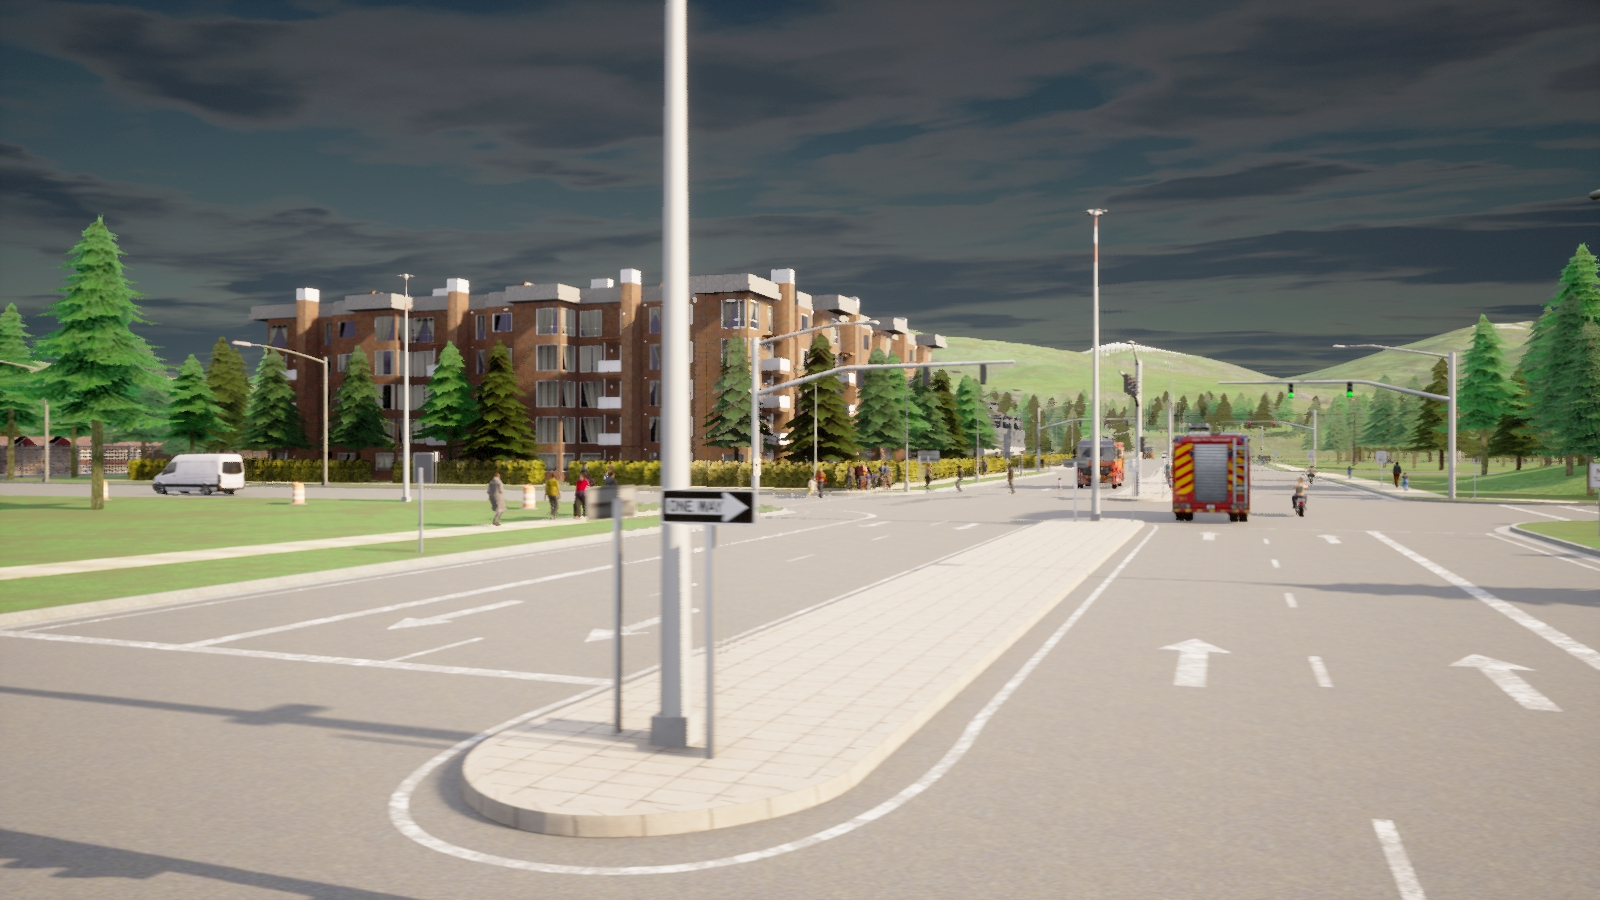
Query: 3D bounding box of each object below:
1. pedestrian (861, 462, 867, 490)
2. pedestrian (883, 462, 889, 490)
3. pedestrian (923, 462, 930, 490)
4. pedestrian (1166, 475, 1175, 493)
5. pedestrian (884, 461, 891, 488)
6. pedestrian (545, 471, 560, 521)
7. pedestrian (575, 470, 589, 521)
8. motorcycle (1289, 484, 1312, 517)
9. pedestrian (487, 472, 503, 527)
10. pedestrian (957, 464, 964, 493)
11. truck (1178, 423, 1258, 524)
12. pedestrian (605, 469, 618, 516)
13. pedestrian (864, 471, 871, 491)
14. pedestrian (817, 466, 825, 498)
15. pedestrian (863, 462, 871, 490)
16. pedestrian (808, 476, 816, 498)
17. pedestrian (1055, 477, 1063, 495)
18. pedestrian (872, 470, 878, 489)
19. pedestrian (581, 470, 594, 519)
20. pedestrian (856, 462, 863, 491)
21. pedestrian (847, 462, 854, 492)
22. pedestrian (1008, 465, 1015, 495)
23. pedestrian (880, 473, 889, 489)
[{"bbox_3d":[4.159,1.697,74.654,0.375,1.860,0.375,0,0,8],"label":"pedestrian"},{"bbox_3d":[5.606,1.687,74.462,0.375,1.860,0.375,0,0,11],"label":"pedestrian"},{"bbox_3d":[8.242,1.686,74.566,0.375,1.860,0.375,0,0,23],"label":"pedestrian"},{"bbox_3d":[22.486,2.076,69.332,0.500,1.100,0.500,0,0,13],"label":"pedestrian"},{"bbox_3d":[6.075,1.697,78.968,0.375,1.860,0.375,0,0,22],"label":"pedestrian"},{"bbox_3d":[-9.142,1.697,42.236,0.375,1.860,0.375,0,0,24],"label":"pedestrian"},{"bbox_3d":[-8.099,1.697,42.523,0.375,1.860,0.375,0,0,22],"label":"pedestrian"},{"bbox_3d":[21.460,2.155,49.034,0.764,1.307,2.356,0,0,21],"label":"motorcycle"},{"bbox_3d":[-10.471,1.697,39.265,0.375,1.860,0.375,0,0,24],"label":"pedestrian"},{"bbox_3d":[10.326,1.850,73.497,0.375,1.860,0.375,0,0,11],"label":"pedestrian"},{"bbox_3d":[17.565,0.890,47.925,2.891,3.827,8.468,0,0,21],"label":"truck"},{"bbox_3d":[-7.547,1.697,45.659,0.375,1.860,0.375,0,0,24],"label":"pedestrian"},{"bbox_3d":[4.328,1.979,73.269,0.375,1.300,0.375,0,0,26],"label":"pedestrian"},{"bbox_3d":[1.236,1.849,66.352,0.375,1.860,0.375,0,0,15],"label":"pedestrian"},{"bbox_3d":[4.463,1.697,75.839,0.375,1.860,0.375,0,0,35],"label":"pedestrian"},{"bbox_3d":[0.694,2.129,65.933,0.375,1.300,0.375,0,0,24],"label":"pedestrian"},{"bbox_3d":[16.155,2.229,71.309,0.500,1.100,0.500,0,0,12],"label":"pedestrian"},{"bbox_3d":[5.052,1.979,76.904,0.375,1.300,0.375,0,0,11],"label":"pedestrian"},{"bbox_3d":[-8.169,1.697,43.891,0.375,1.860,0.375,0,0,20],"label":"pedestrian"},{"bbox_3d":[3.843,1.696,73.626,0.375,1.860,0.375,0,0,25],"label":"pedestrian"},{"bbox_3d":[3.179,1.696,71.843,0.375,1.860,0.375,0,0,21],"label":"pedestrian"},{"bbox_3d":[13.180,1.849,71.345,0.375,1.860,0.375,0,0,20],"label":"pedestrian"},{"bbox_3d":[5.688,2.078,77.126,0.500,1.100,0.500,0,0,18],"label":"pedestrian"}]
